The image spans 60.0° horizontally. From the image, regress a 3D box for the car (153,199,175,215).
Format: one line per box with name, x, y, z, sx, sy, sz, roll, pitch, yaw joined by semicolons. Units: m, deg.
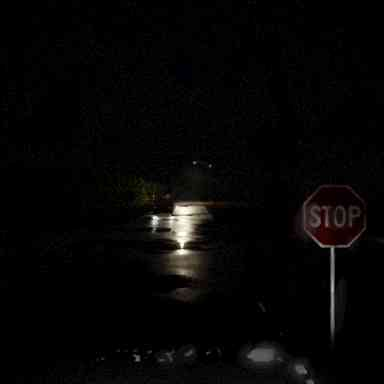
car;-2.763;1.433;33.336;1.882;1.535;5.008;0;0;0
